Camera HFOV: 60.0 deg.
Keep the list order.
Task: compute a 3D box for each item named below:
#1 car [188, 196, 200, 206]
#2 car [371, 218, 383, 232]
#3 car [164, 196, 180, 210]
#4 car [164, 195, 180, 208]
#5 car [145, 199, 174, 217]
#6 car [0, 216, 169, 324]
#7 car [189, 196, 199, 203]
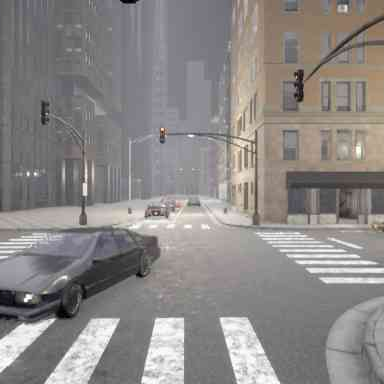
[{"bbox_3d":[0.318,1.577,54.340,1.994,1.385,4.181,0,0,0],"label":"car"},{"bbox_3d":[12.186,1.519,17.717,4.829,1.417,1.752,0,0,-1],"label":"car"},{"bbox_3d":[-2.932,1.505,39.268,2.128,1.511,4.902,0,0,0],"label":"car"},{"bbox_3d":[-2.886,1.368,49.167,2.097,1.767,4.553,0,0,0],"label":"car"},{"bbox_3d":[-2.978,1.573,29.414,1.994,1.385,4.181,0,0,0],"label":"car"},{"bbox_3d":[-2.463,1.549,7.774,2.033,1.411,5.357,0,0,17],"label":"car"},{"bbox_3d":[0.376,1.545,69.892,1.994,1.385,4.181,0,0,0],"label":"car"}]
